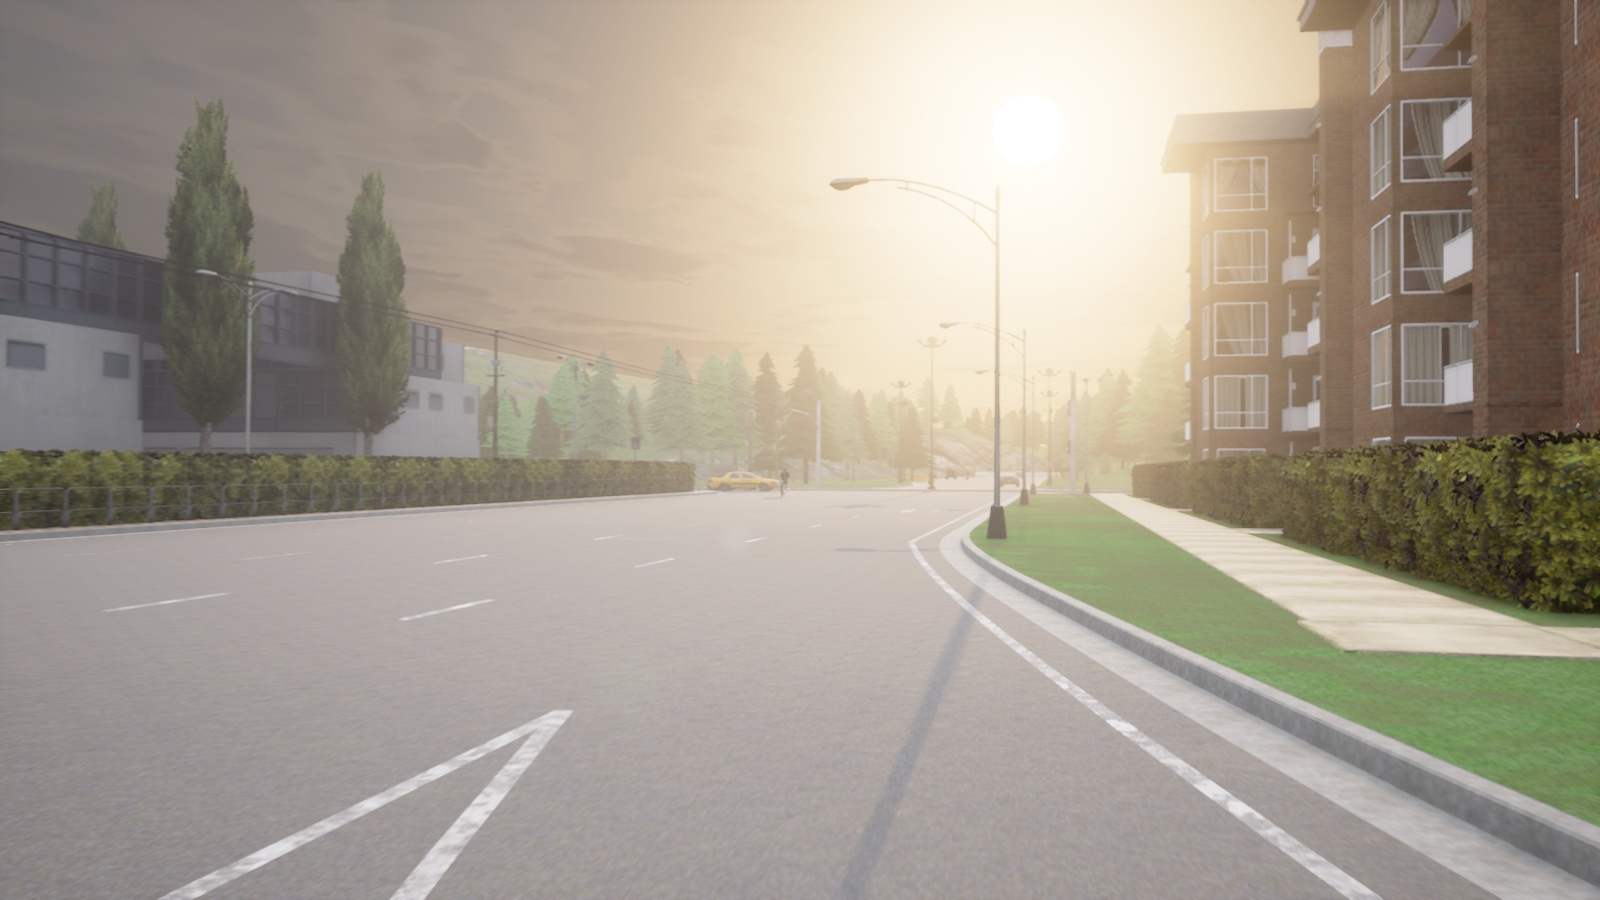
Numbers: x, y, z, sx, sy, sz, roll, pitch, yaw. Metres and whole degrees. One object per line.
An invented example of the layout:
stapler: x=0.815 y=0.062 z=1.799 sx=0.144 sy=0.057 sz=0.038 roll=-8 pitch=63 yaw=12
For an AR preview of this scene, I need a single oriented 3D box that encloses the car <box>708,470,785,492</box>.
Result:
car: x=-3.899 y=2.298 z=92.213 sx=5.366 sy=1.575 sz=1.801 roll=0 pitch=-1 yaw=11
